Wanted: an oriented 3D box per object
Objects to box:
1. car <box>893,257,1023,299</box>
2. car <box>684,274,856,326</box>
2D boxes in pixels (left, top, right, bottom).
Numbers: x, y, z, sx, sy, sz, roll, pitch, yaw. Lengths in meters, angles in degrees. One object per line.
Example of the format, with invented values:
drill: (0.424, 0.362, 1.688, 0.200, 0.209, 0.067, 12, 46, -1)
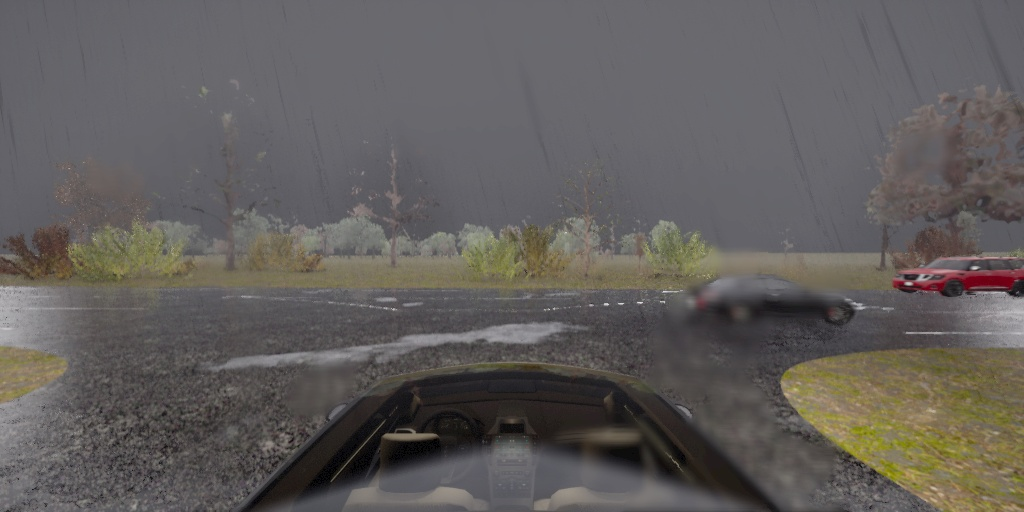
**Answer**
car: (22.975, 1.058, 18.262, 5.566, 2.045, 2.150, 0, 0, 0)
car: (7.901, 1.296, 11.229, 4.674, 1.442, 1.812, 0, 0, 0)
